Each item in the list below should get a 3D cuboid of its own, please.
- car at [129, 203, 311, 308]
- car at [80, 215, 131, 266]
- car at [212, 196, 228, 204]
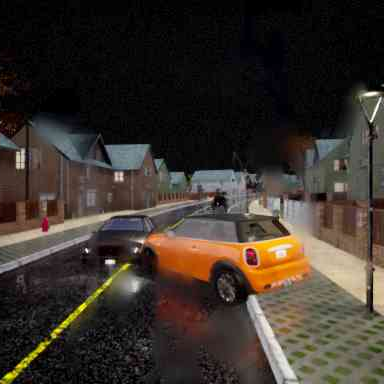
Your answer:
[{"bbox_3d":[0.501,1.308,8.328,2.097,1.767,4.553,-2,0,-37],"label":"car"},{"bbox_3d":[-2.249,1.531,11.819,2.033,1.411,5.357,0,0,0],"label":"car"},{"bbox_3d":[3.694,1.281,44.099,1.812,1.442,4.674,0,1,11],"label":"car"}]
